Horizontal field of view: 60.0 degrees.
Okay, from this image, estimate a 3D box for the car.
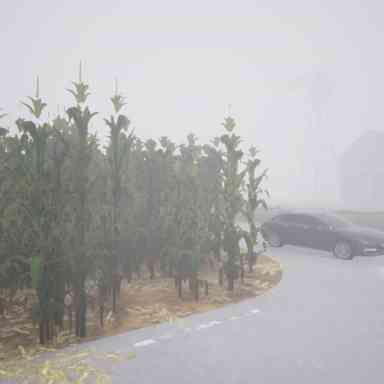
[{"bbox_3d":[4.838,1.504,12.657,1.837,1.490,4.892,0,0,-35],"label":"car"}]
